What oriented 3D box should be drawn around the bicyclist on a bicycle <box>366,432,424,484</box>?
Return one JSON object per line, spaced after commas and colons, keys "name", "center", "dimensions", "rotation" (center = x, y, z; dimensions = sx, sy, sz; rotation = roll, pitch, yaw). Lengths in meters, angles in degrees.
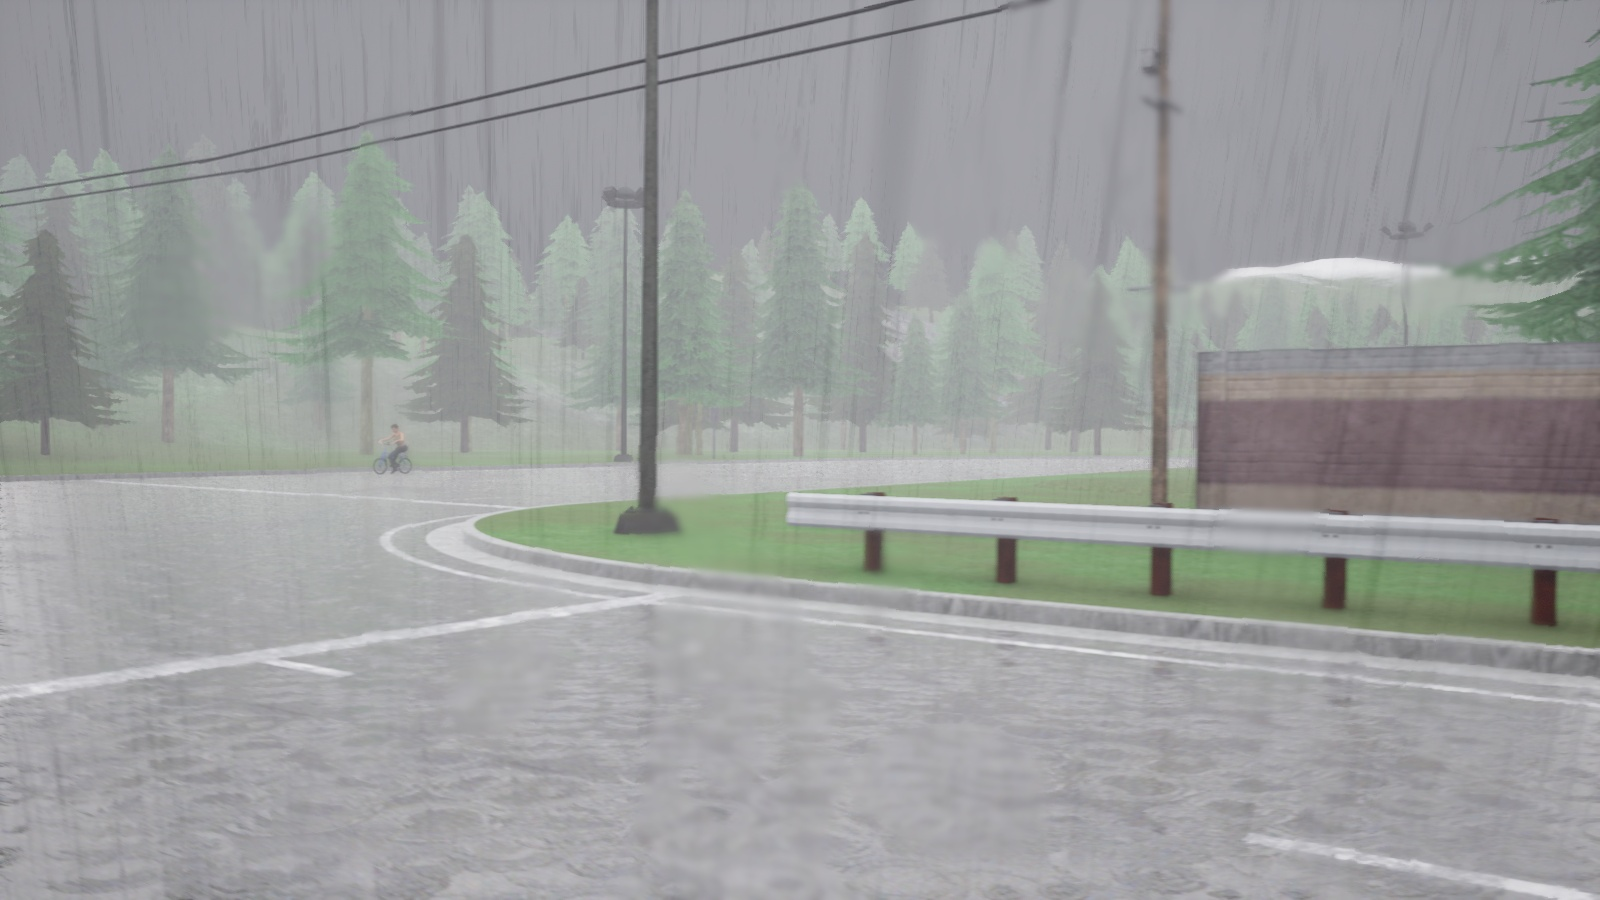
{"name": "bicyclist on a bicycle", "center": [-12.865, 0.239, 39.945], "dimensions": [0.866, 1.612, 1.509], "rotation": [0, 1, 34]}
